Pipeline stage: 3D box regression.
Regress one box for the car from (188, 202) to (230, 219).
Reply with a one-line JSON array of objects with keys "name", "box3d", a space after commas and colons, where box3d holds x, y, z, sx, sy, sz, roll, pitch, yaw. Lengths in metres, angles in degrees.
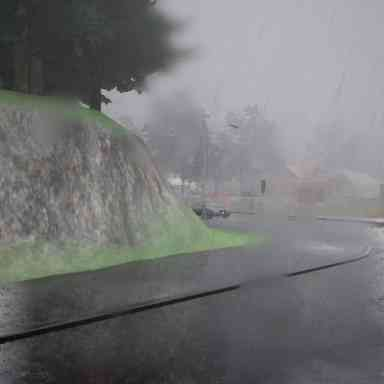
[{"name": "car", "box3d": [1.422, 1.564, 29.400, 1.994, 1.385, 4.181, 0, 0, -35]}]
